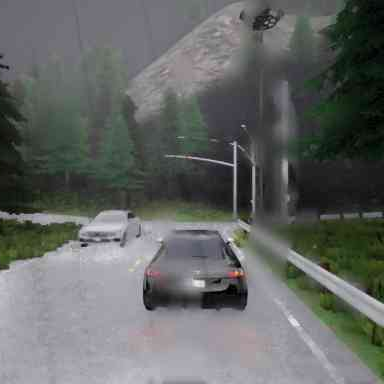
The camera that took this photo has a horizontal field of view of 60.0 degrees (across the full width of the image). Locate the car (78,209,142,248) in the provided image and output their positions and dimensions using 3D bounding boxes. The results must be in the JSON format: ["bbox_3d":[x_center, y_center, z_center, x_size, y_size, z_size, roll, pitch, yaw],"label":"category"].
[{"bbox_3d":[-3.472,1.524,14.881,1.812,1.442,4.674,0,0,3],"label":"car"}]

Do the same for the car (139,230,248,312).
[{"bbox_3d":[0.075,1.564,7.782,1.994,1.385,4.181,0,0,1],"label":"car"}]
